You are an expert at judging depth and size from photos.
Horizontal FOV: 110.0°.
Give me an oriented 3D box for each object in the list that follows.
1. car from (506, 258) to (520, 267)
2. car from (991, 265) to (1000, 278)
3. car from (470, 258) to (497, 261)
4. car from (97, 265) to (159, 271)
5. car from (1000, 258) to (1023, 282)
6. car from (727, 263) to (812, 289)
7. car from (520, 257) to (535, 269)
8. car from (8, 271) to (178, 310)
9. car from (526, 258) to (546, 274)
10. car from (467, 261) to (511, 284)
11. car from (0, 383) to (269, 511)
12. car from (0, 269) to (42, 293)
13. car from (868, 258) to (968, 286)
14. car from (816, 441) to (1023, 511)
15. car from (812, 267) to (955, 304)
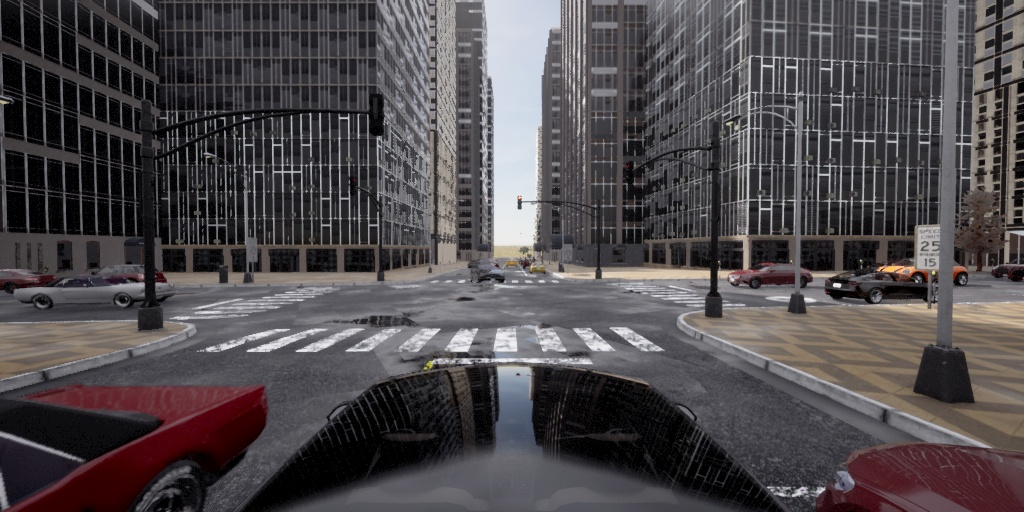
[{"bbox_3d":[-0.025,1.178,65.005,1.882,1.535,5.008,0,0,0],"label":"car"},{"bbox_3d":[37.693,0.865,26.122,4.097,1.591,1.967,0,0,-5],"label":"car"},{"bbox_3d":[-3.114,1.081,39.899,2.097,1.767,4.553,0,0,0],"label":"car"},{"bbox_3d":[-22.578,1.215,20.541,4.097,1.591,1.967,0,0,-5],"label":"car"},{"bbox_3d":[35.349,0.846,23.279,4.553,1.767,2.097,0,1,-5],"label":"car"},{"bbox_3d":[15.392,1.135,21.449,4.674,1.442,1.812,0,1,-5],"label":"car"},{"bbox_3d":[2.710,1.028,55.027,2.192,1.841,5.009,0,0,0],"label":"car"},{"bbox_3d":[-17.345,1.469,15.199,4.718,1.301,1.895,0,1,-6],"label":"car"},{"bbox_3d":[2.806,1.254,39.946,1.751,1.417,4.829,0,0,0],"label":"car"},{"bbox_3d":[-1.948,1.246,25.742,2.033,1.411,5.357,1,-2,-15],"label":"car"},{"bbox_3d":[-3.100,1.351,0.940,1.895,1.301,4.718,0,0,0],"label":"car"},{"bbox_3d":[-28.204,1.390,20.016,4.207,1.307,1.802,0,0,-5],"label":"car"},{"bbox_3d":[25.340,0.904,22.359,4.553,1.767,2.097,0,1,-5],"label":"car"},{"bbox_3d":[2.692,1.333,0.408,1.802,1.307,4.207,0,0,0],"label":"car"},{"bbox_3d":[16.124,1.294,15.706,4.313,1.339,1.948,0,0,-5],"label":"car"}]
